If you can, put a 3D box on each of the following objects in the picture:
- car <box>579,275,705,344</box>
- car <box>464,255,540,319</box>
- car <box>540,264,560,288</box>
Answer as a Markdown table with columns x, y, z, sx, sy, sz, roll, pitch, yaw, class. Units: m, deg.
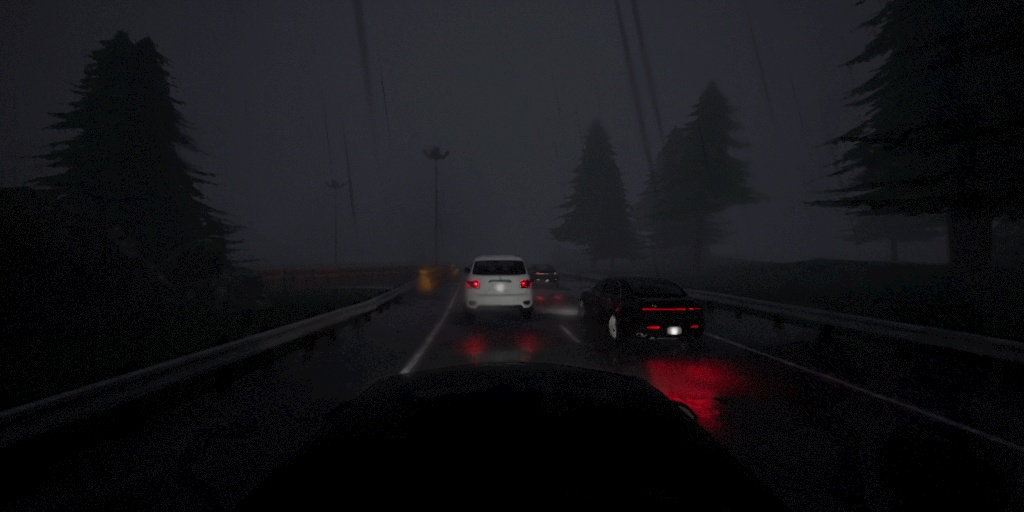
| x | y | z | sx | sy | sz | roll | pitch | yaw | class |
| --- | --- | --- | --- | --- | --- | --- | --- | --- | --- |
| 3.159 | 1.263 | 9.698 | 1.837 | 1.490 | 4.892 | 0 | 0 | -3 | car |
| -0.571 | 0.999 | 13.187 | 2.150 | 2.045 | 5.566 | 0 | 0 | -5 | car |
| 1.872 | 1.287 | 24.010 | 2.128 | 1.511 | 4.902 | 0 | 0 | -6 | car |
